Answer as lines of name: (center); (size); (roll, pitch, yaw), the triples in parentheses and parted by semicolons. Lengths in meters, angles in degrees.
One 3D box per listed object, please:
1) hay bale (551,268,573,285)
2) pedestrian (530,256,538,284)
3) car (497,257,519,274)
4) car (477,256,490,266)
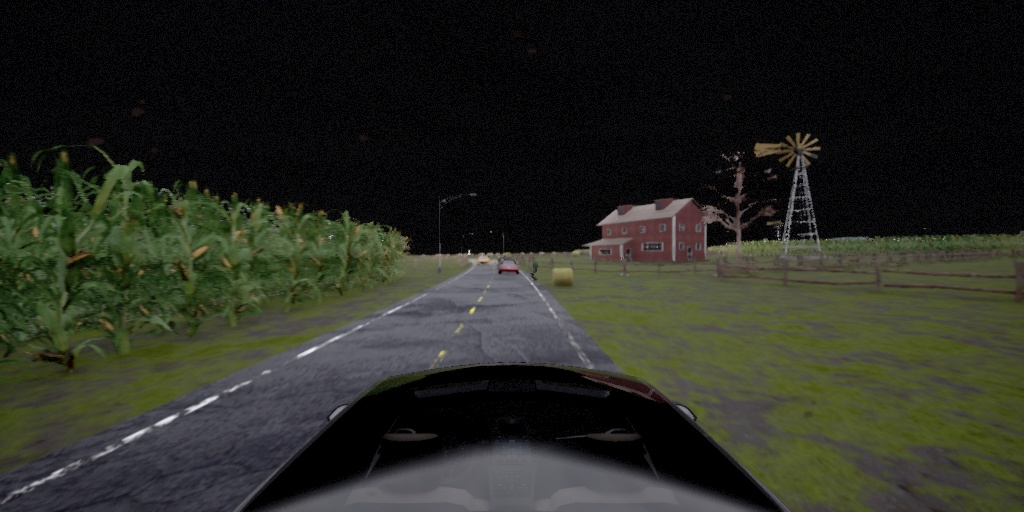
hay bale: (3.086, 1.210, 22.096); (1.220, 1.180, 1.240); (0, 0, -1)
pedestrian: (1.408, 0.842, 22.864); (0.375, 1.860, 0.375); (0, 0, -2)
car: (-0.349, 0.999, 35.236); (1.994, 1.385, 4.181); (0, 0, -2)
car: (-4.456, 0.739, 56.335); (1.882, 1.535, 5.008); (0, 0, -4)
